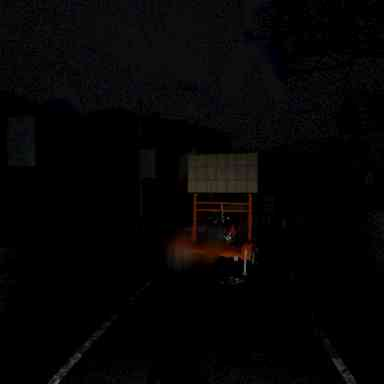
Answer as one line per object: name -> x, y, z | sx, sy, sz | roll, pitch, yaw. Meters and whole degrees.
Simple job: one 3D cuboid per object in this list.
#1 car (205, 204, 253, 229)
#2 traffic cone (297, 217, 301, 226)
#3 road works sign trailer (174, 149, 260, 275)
car -> 2.545, 1.506, 21.781 | 1.812, 1.442, 4.674 | 0, 0, 30
traffic cone -> 7.166, 1.984, 22.220 | 0.340, 0.580, 0.340 | 1, 0, 21
road works sign trailer -> 1.007, 0.461, 10.678 | 2.380, 3.560, 2.880 | 0, 0, 21
